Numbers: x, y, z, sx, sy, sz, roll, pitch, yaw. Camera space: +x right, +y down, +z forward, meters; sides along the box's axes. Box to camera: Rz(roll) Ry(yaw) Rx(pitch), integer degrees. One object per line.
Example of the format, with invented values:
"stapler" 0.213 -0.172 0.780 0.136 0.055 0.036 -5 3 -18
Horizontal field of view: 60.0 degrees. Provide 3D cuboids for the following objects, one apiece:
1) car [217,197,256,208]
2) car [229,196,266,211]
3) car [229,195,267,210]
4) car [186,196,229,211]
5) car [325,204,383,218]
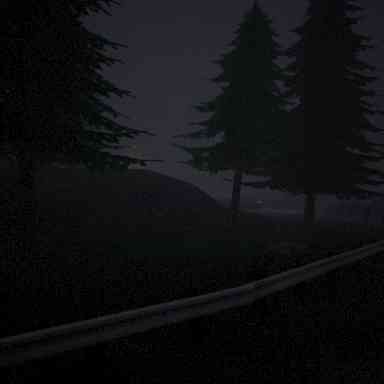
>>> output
"car" 6.594 1.521 49.352 5.357 1.411 2.033 0 0 34
"car" 6.241 1.484 41.154 4.902 1.511 2.128 0 0 34
"car" 7.514 1.340 44.517 4.553 1.767 2.097 0 0 34
"car" 1.607 1.330 40.055 4.553 1.767 2.097 0 0 34
"car" 15.312 1.554 30.842 5.357 1.411 2.033 0 0 34
